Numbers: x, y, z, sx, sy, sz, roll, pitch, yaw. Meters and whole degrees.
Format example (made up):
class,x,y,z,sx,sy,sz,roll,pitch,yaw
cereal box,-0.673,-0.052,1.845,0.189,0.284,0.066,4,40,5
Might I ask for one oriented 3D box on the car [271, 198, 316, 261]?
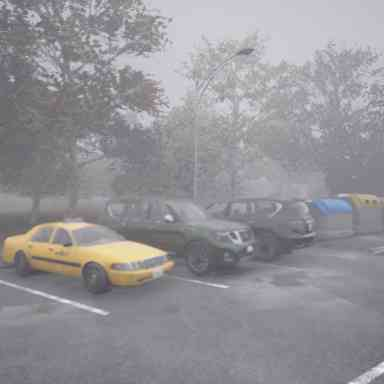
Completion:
class,x,y,z,sx,sy,sz,roll,pitch,yaw
car,1.674,1.238,12.396,5.566,2.045,2.435,-1,-1,35

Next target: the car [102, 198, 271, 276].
class,x,y,z,sx,sy,sz,roll,pitch,yaw
car,-0.683,1.236,10.658,5.566,2.045,2.435,-1,-1,35

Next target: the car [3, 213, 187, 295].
class,x,y,z,sx,sy,sz,roll,pitch,yaw
car,-2.959,1.481,8.860,5.366,1.575,1.946,-1,-1,34
